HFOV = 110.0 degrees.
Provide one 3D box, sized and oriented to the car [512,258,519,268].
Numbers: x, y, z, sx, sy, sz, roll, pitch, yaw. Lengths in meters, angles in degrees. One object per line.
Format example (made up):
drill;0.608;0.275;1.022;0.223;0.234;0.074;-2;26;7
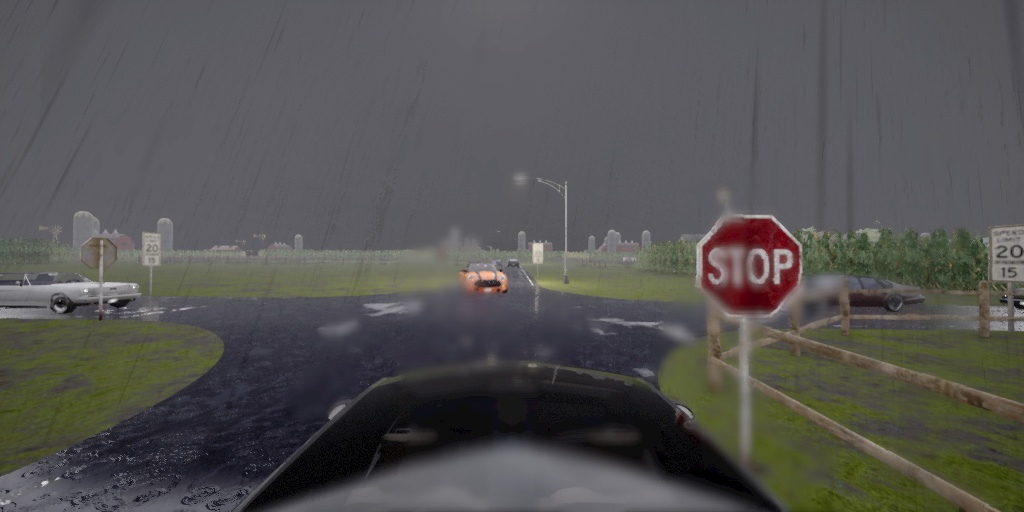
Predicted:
car;0.251;1.190;59.520;1.882;1.535;5.008;0;0;0

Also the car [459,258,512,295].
car;-1.703;1.098;19.830;2.097;1.767;4.553;0;0;-14

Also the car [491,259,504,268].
car;-2.592;1.254;63.561;2.033;1.411;5.357;0;0;0

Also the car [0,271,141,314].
car;-15.642;1.172;12.102;4.718;1.301;1.895;1;-1;0

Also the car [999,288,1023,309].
car;23.852;1.610;14.807;5.357;1.411;2.033;1;-1;0

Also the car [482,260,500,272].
car;-2.716;1.275;47.130;2.033;1.411;5.357;0;0;0

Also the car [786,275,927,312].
car;13.679;1.491;14.887;5.357;1.411;2.033;1;-1;1
